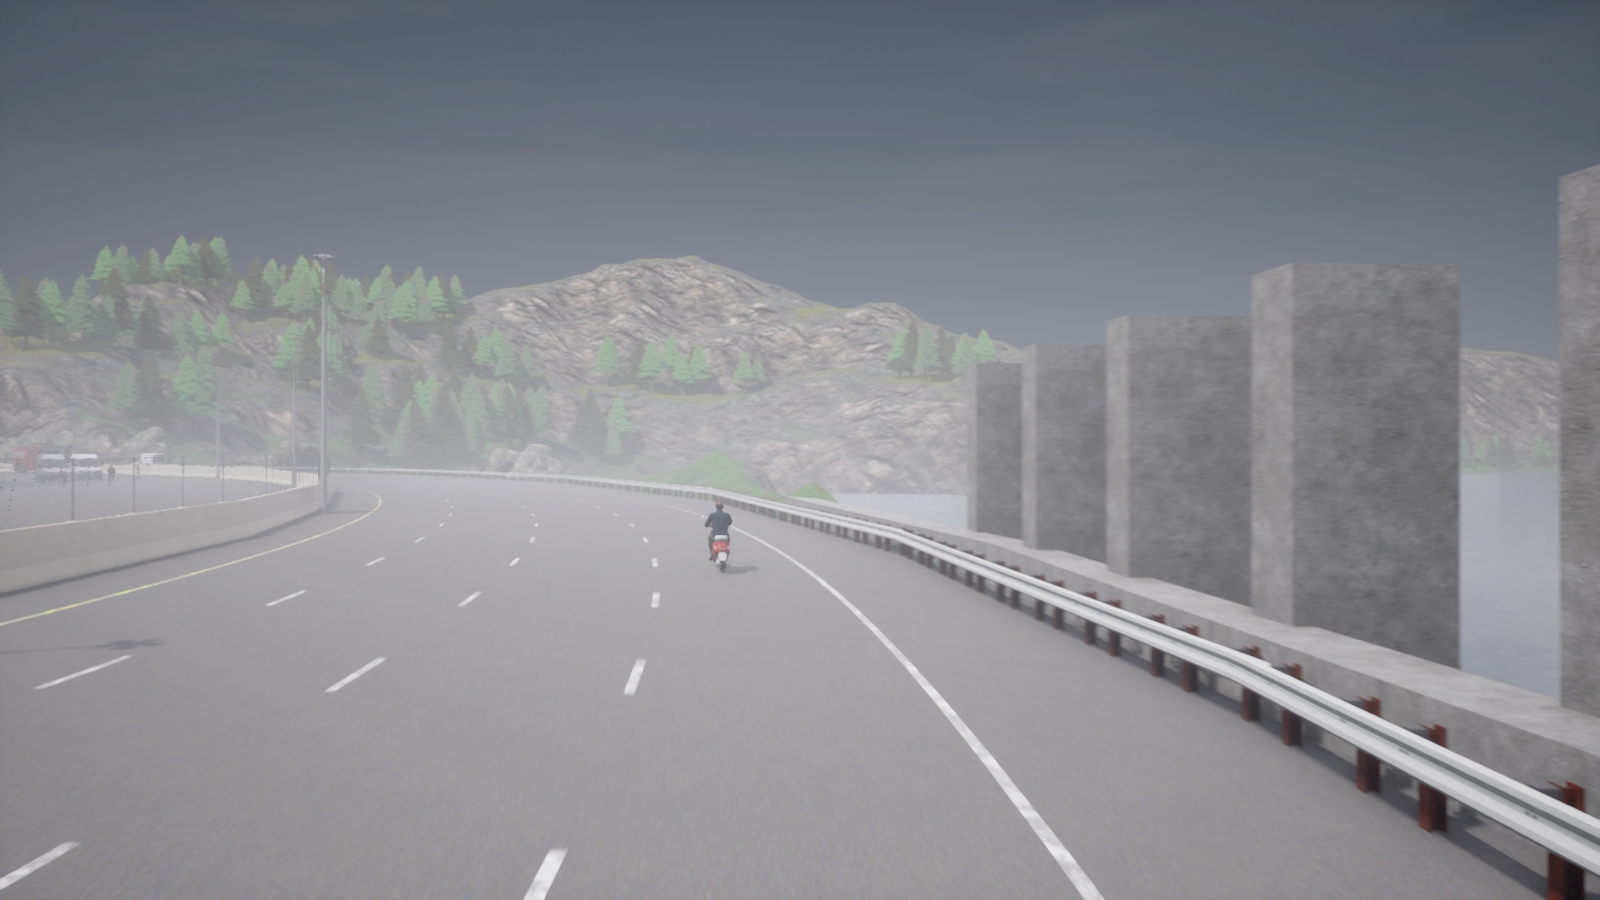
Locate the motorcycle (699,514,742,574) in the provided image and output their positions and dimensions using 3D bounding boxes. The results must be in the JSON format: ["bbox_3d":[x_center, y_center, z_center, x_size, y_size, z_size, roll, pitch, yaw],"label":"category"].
[{"bbox_3d":[-1.890,2.199,26.921,0.856,1.236,1.805,-1,0,-8],"label":"motorcycle"}]
